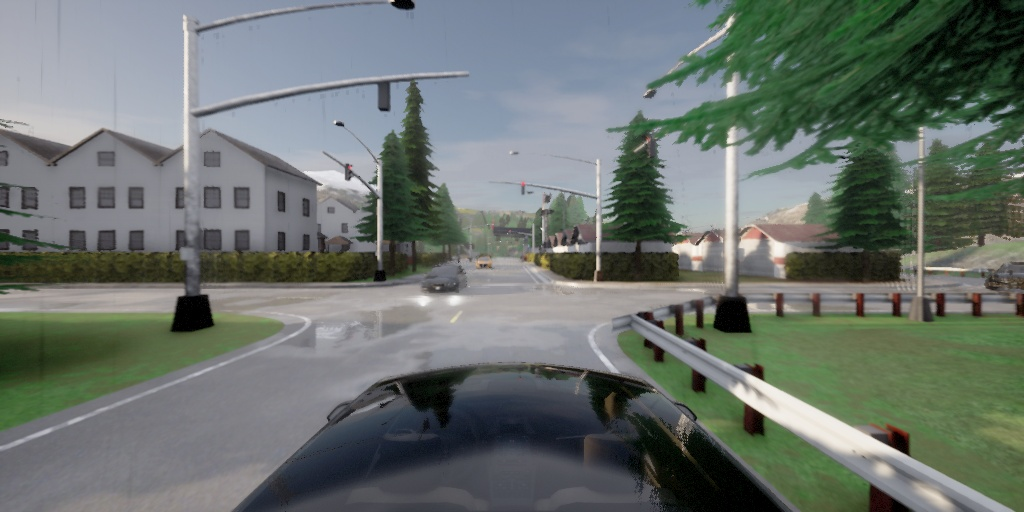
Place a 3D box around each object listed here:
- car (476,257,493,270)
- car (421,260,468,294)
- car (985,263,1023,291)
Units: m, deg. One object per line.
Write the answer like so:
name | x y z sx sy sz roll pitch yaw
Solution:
car | -3.506 0.869 46.238 1.882 1.535 5.008 0 1 0
car | -3.502 1.198 19.305 1.837 1.490 4.892 0 2 0
car | 27.440 1.124 19.191 4.892 1.490 1.837 0 2 -28
